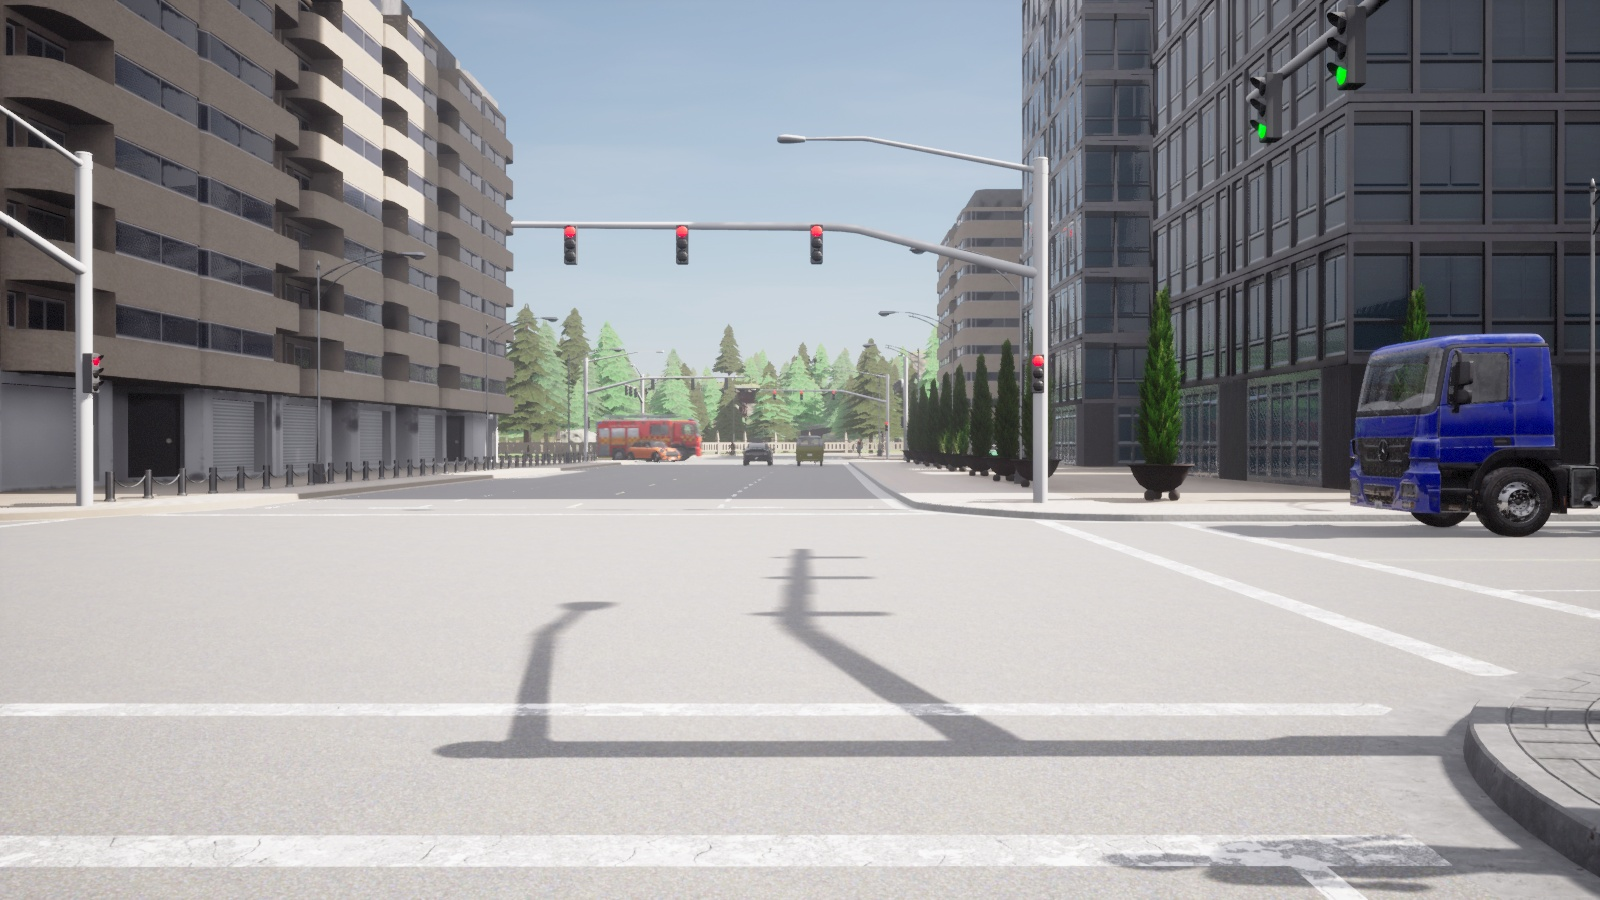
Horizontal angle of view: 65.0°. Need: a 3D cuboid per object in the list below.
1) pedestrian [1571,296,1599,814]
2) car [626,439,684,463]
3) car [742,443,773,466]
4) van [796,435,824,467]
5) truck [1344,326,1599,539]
[{"bbox_3d":[3.159,0.374,4.453,0.706,1.836,0.354,0,0,33],"label":"pedestrian"},{"bbox_3d":[-11.219,0.050,96.996,4.553,1.767,2.097,0,0,44],"label":"car"},{"bbox_3d":[-2.794,0.274,84.086,1.837,1.490,4.892,0,0,1],"label":"car"},{"bbox_3d":[0.655,0.041,81.252,1.775,1.987,4.442,0,0,1],"label":"van"},{"bbox_3d":[14.035,-0.292,21.786,7.936,3.462,2.891,0,0,1],"label":"truck"}]
